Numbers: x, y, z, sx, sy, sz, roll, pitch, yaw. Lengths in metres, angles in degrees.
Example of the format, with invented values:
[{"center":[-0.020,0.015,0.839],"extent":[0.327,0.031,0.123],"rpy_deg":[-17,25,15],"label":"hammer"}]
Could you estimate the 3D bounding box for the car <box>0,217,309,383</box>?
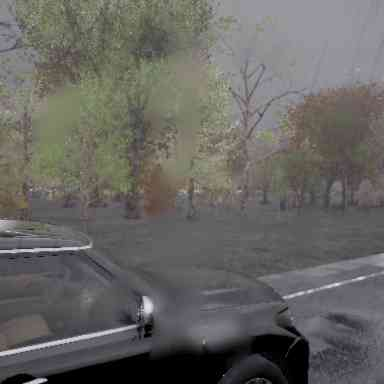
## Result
[{"center":[-1.564,1.220,2.538],"extent":[5.566,2.045,2.150],"rpy_deg":[0,0,-33],"label":"car"}]
